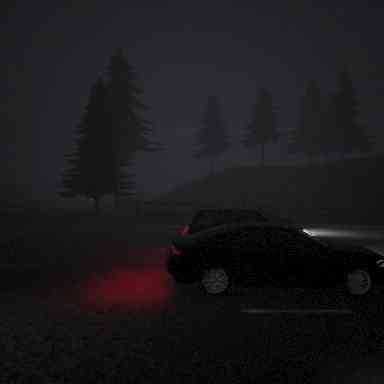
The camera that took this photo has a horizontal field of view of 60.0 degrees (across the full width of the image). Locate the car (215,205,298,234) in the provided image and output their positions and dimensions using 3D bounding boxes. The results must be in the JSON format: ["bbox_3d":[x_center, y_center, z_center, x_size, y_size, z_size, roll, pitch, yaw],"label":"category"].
[{"bbox_3d":[3.467,1.498,18.448,4.181,1.385,1.994,1,0,-2],"label":"car"}]

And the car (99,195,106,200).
[{"bbox_3d":[-18.034,0.817,62.090,2.033,1.411,5.357,1,0,-44],"label":"car"}]

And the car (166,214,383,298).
[{"bbox_3d":[1.897,1.453,7.888,5.008,1.535,1.882,1,0,-2],"label":"car"}]

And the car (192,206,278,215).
[{"bbox_3d":[1.809,1.302,11.387,4.553,1.767,2.097,1,0,-2],"label":"car"}]
